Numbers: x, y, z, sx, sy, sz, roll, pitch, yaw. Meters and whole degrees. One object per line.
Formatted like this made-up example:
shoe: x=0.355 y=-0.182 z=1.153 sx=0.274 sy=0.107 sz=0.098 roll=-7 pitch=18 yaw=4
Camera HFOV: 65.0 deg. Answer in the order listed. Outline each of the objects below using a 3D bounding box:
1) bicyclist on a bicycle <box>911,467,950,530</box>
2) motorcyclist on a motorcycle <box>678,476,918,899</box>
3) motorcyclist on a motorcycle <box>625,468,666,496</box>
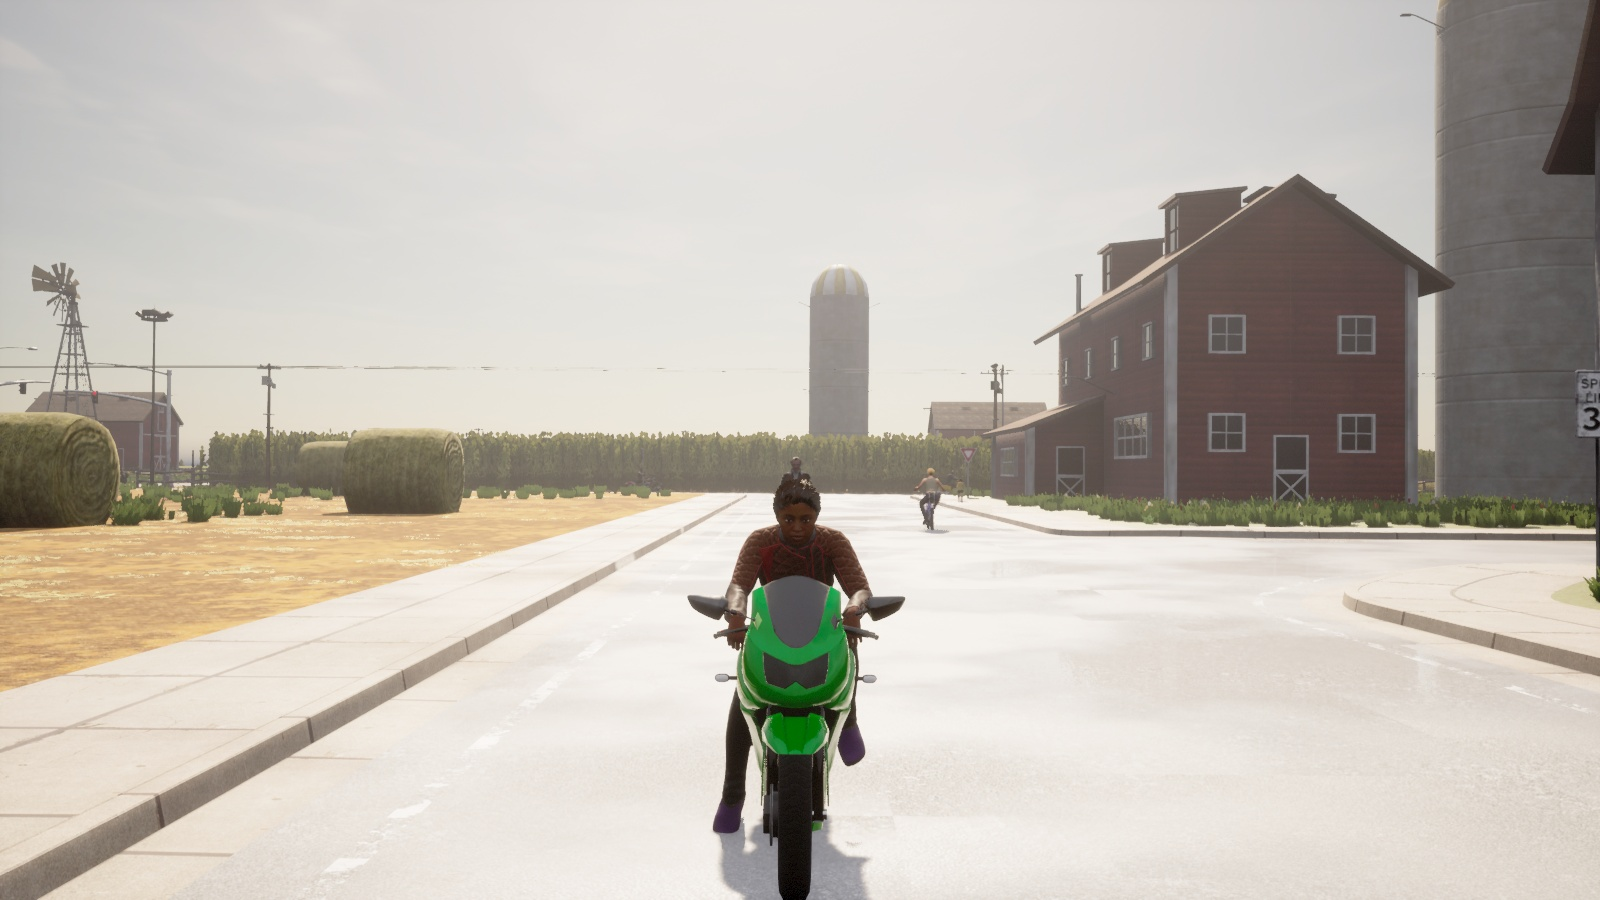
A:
bicyclist on a bicycle: x=3.406 y=1.247 z=32.885 sx=0.866 sy=1.612 sz=1.509 roll=0 pitch=-1 yaw=0
motorcyclist on a motorcycle: x=-0.010 y=0.878 z=5.209 sx=0.797 sy=1.523 sz=2.044 roll=0 pitch=-1 yaw=0
motorcyclist on a motorcycle: x=-9.340 y=1.947 z=75.872 sx=2.350 sy=1.649 sz=0.766 roll=0 pitch=-1 yaw=2
